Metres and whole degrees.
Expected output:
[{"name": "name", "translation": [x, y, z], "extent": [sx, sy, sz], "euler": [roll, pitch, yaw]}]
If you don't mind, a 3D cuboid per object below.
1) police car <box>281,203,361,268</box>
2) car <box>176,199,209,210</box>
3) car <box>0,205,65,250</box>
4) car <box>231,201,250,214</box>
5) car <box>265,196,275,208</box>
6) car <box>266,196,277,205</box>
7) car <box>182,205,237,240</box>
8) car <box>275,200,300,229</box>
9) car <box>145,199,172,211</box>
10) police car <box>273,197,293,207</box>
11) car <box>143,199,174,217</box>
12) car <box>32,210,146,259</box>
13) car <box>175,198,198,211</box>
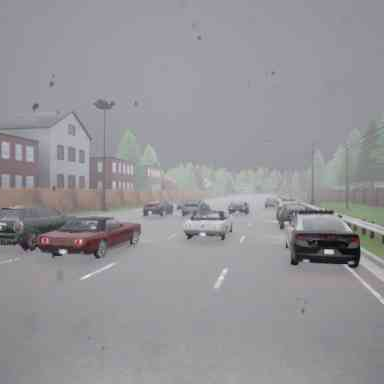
[{"name": "police car", "translation": [4.289, 1.422, 11.539], "extent": [1.930, 1.638, 5.238], "euler": [0, 0, 13]}, {"name": "car", "translation": [0.419, 1.482, 30.331], "extent": [2.128, 1.511, 4.902], "euler": [0, 0, 13]}, {"name": "car", "translation": [-6.767, 1.347, 14.550], "extent": [2.097, 1.767, 4.553], "euler": [0, 0, 13]}, {"name": "car", "translation": [4.914, 1.590, 34.320], "extent": [1.895, 1.301, 4.718], "euler": [0, 0, 13]}, {"name": "car", "translation": [11.207, 1.550, 46.623], "extent": [1.994, 1.385, 4.181], "euler": [0, 0, 13]}, {"name": "car", "translation": [14.515, 1.460, 61.137], "extent": [1.882, 1.535, 5.008], "euler": [0, 0, 13]}, {"name": "car", "translation": [0.996, 1.595, 17.116], "extent": [1.895, 1.301, 4.718], "euler": [0, 0, 13]}, {"name": "car", "translation": [6.486, 1.500, 21.182], "extent": [1.837, 1.490, 4.892], "euler": [0, 0, 13]}, {"name": "car", "translation": [-4.119, 1.587, 41.926], "extent": [1.895, 1.301, 4.718], "euler": [0, 0, 13]}, {"name": "police car", "translation": [7.844, 1.417, 27.139], "extent": [1.930, 1.638, 5.238], "euler": [0, 0, 13]}, {"name": "car", "translation": [-3.045, 1.494, 30.888], "extent": [1.837, 1.490, 4.892], "euler": [0, 0, 13]}, {"name": "car", "translation": [-3.595, 1.596, 12.716], "extent": [1.895, 1.301, 4.718], "euler": [0, 0, 13]}, {"name": "car", "translation": [-0.592, 1.551, 41.653], "extent": [1.994, 1.385, 4.181], "euler": [0, 0, 13]}]
